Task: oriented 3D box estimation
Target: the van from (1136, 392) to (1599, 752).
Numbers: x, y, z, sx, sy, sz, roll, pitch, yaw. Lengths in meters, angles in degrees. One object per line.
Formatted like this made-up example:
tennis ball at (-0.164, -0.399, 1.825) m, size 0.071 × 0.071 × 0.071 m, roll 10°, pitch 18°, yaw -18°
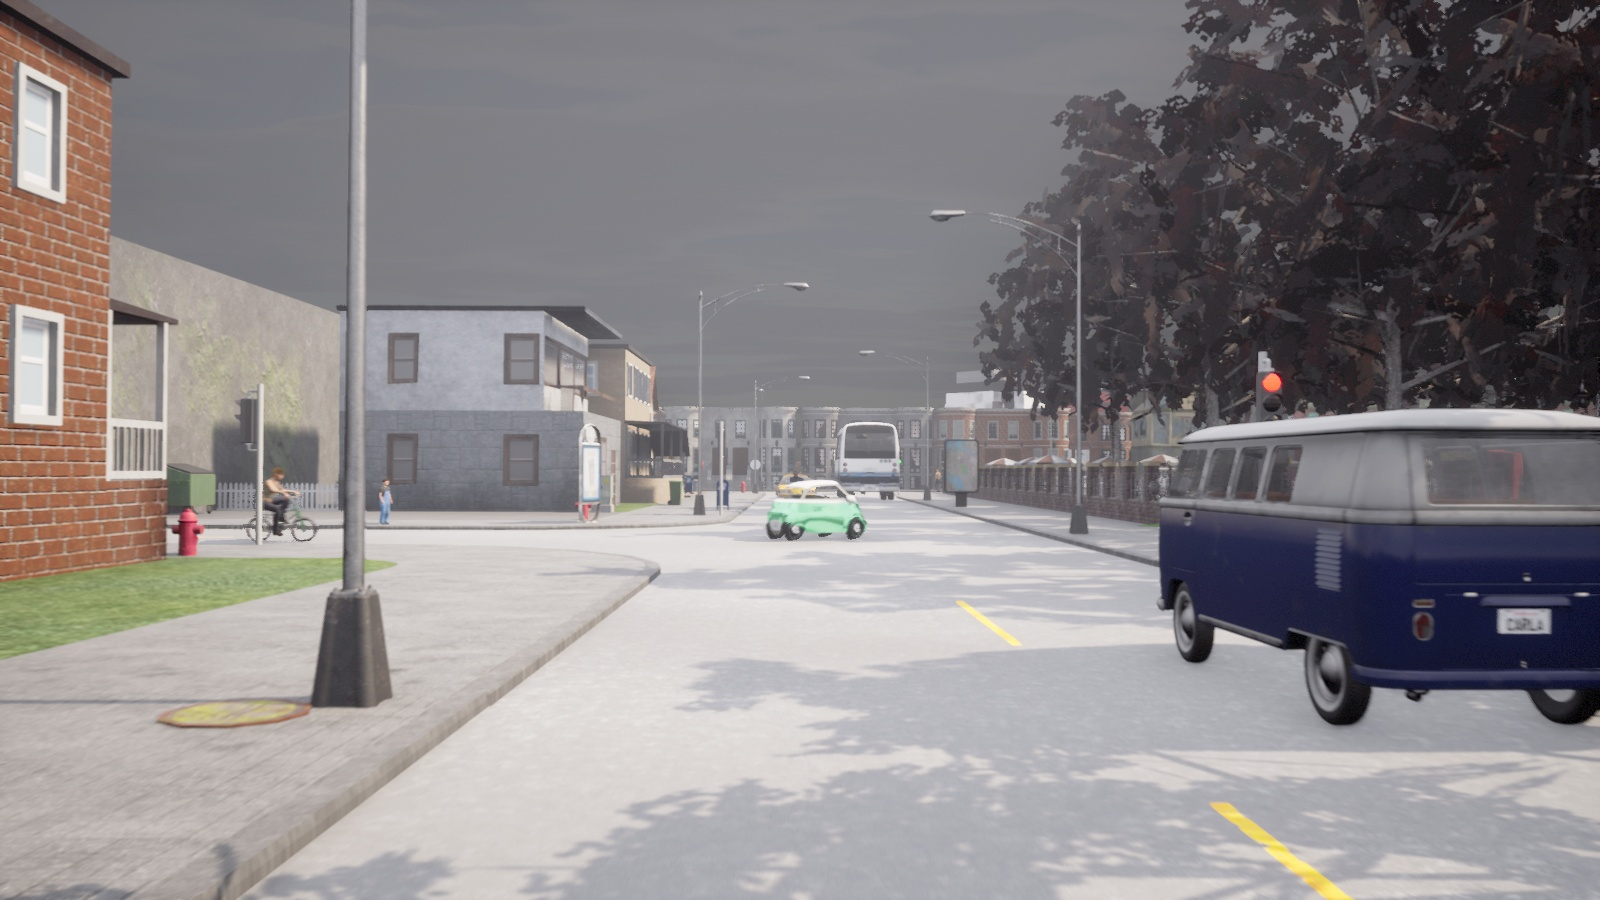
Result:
van at (4.035, 0.711, 9.217) m, size 1.775 × 1.987 × 4.442 m, roll 0°, pitch -1°, yaw -2°

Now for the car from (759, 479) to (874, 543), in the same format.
car at (0.384, 1.371, 29.072) m, size 2.207 × 1.376 × 1.481 m, roll 0°, pitch 0°, yaw -34°

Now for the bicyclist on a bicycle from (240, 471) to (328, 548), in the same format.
bicyclist on a bicycle at (-11.020, 1.260, 26.859) m, size 1.509 × 1.612 × 0.866 m, roll 0°, pitch -1°, yaw 0°

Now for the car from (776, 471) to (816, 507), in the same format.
car at (-0.184, 1.762, 58.339) m, size 1.801 × 1.575 × 5.366 m, roll 0°, pitch -1°, yaw 0°

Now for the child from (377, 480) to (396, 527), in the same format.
child at (-11.139, 1.433, 33.797) m, size 0.437 × 1.263 × 0.270 m, roll -1°, pitch -1°, yaw 33°

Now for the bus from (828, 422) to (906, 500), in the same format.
bus at (3.765, 0.690, 73.328) m, size 3.944 × 4.253 × 10.273 m, roll 0°, pitch -1°, yaw 0°
